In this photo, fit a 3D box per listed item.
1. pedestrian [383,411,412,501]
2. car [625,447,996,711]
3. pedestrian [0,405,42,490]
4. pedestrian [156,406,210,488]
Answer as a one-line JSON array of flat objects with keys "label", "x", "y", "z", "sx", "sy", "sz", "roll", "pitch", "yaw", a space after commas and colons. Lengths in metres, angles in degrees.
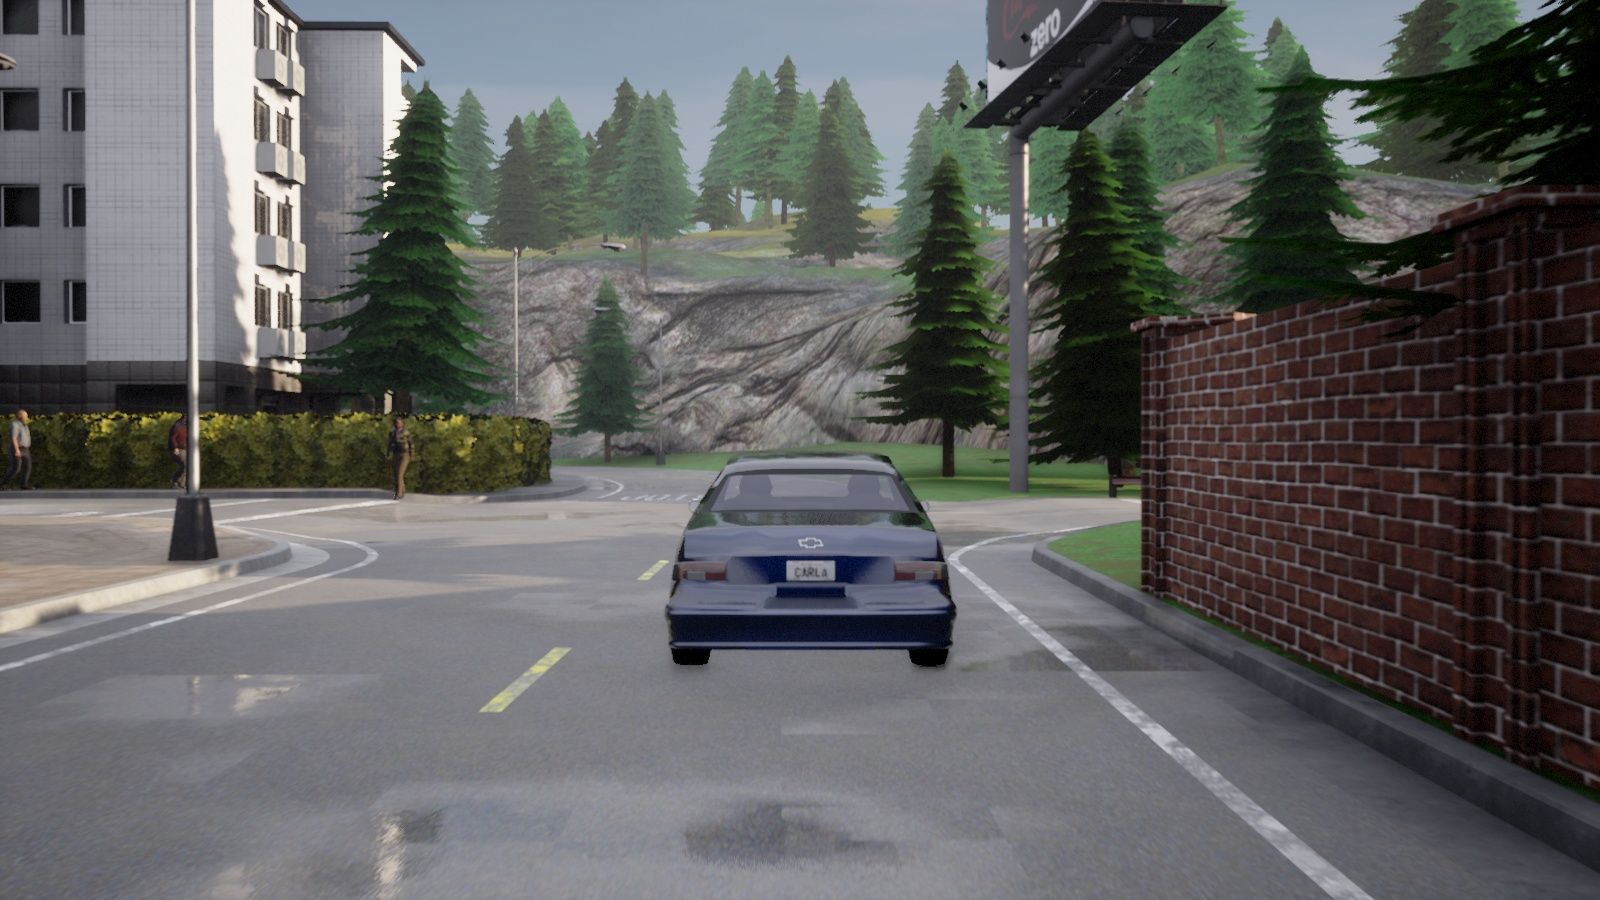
[{"label": "pedestrian", "x": -8.770, "y": 0.131, "z": 27.374, "sx": 0.395, "sy": 1.930, "sz": 0.692, "roll": 0, "pitch": 1, "yaw": 2}, {"label": "car", "x": 0.068, "y": 0.700, "z": 9.567, "sx": 2.033, "sy": 1.411, "sz": 5.357, "roll": 0, "pitch": 1, "yaw": 0}, {"label": "pedestrian", "x": -17.291, "y": -0.059, "z": 27.808, "sx": 0.694, "sy": 1.848, "sz": 0.540, "roll": 0, "pitch": 1, "yaw": 1}, {"label": "pedestrian", "x": -14.082, "y": -0.064, "z": 28.669, "sx": 0.899, "sy": 1.844, "sz": 0.634, "roll": 0, "pitch": 1, "yaw": 15}]
